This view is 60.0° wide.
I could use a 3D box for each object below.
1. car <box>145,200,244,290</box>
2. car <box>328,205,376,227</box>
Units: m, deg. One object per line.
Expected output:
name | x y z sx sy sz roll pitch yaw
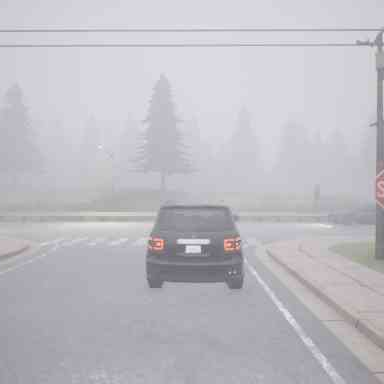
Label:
car | 0.150 1.221 9.239 2.150 2.045 5.566 0 0 3
car | 11.348 1.564 22.251 4.181 1.385 1.994 0 0 1
